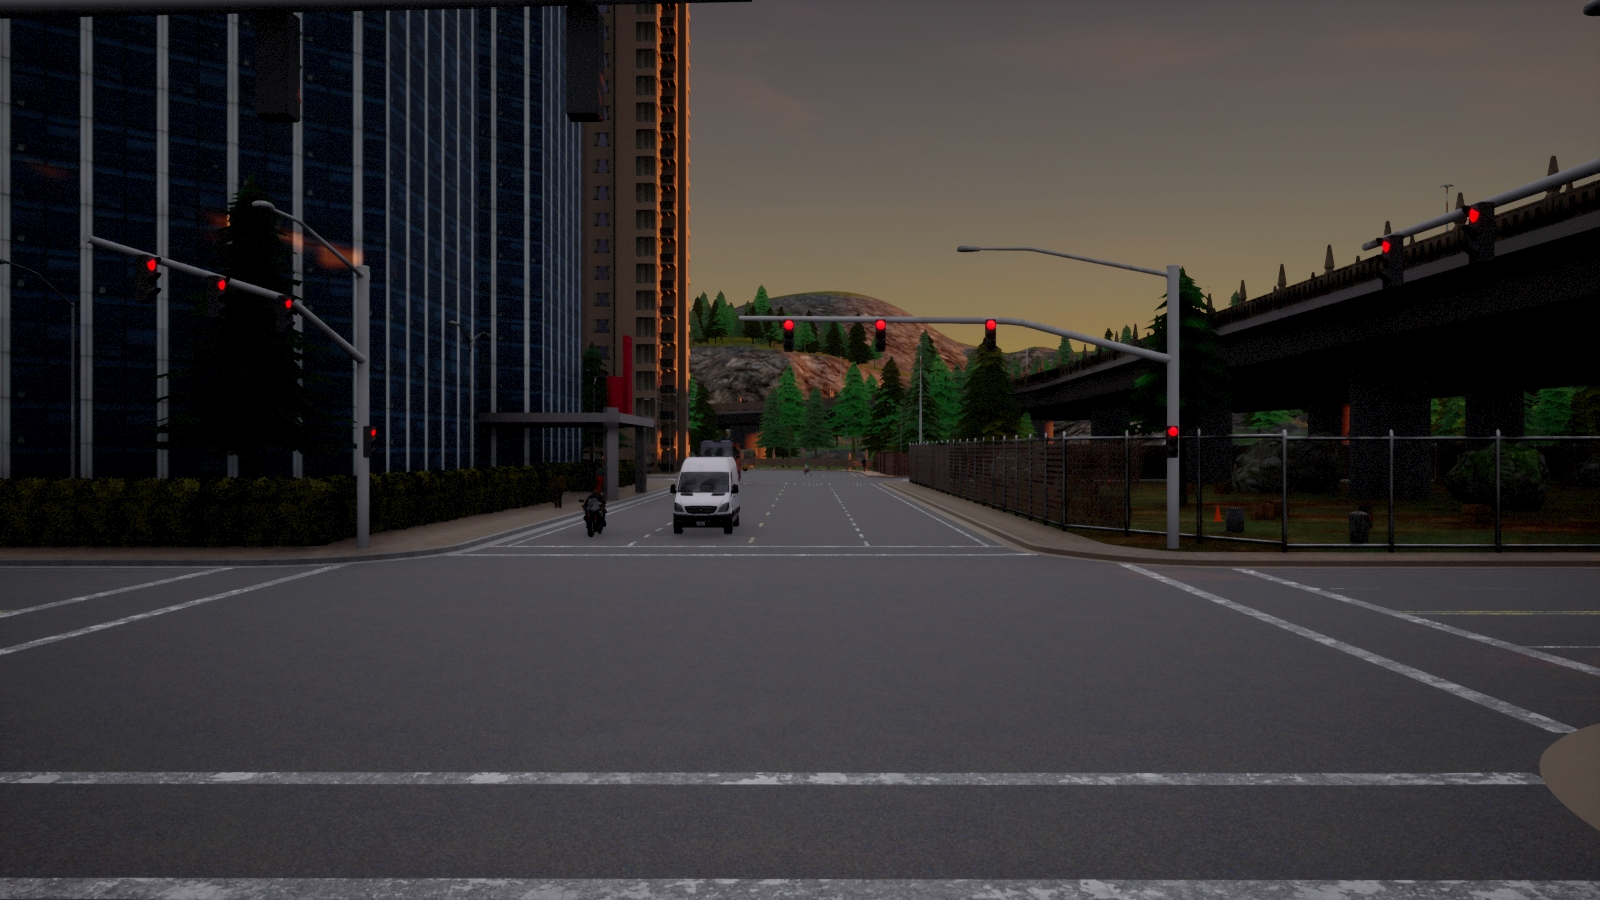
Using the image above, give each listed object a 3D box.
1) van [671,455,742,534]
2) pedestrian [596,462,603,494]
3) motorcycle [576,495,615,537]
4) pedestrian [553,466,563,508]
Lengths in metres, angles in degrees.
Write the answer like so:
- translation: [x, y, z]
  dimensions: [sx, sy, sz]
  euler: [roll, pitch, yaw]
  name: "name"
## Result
- translation: [-3.226, 1.479, 40.346]
  dimensions: [1.988, 2.561, 5.915]
  euler: [0, 0, 0]
  name: "van"
- translation: [-11.622, 1.641, 66.266]
  dimensions: [0.375, 1.860, 0.375]
  euler: [0, 0, 1]
  name: "pedestrian"
- translation: [-6.735, 2.150, 37.693]
  dimensions: [0.867, 1.251, 2.209]
  euler: [0, 0, 0]
  name: "motorcycle"
- translation: [-10.690, 1.642, 50.483]
  dimensions: [0.375, 1.860, 0.375]
  euler: [0, 0, 2]
  name: "pedestrian"
